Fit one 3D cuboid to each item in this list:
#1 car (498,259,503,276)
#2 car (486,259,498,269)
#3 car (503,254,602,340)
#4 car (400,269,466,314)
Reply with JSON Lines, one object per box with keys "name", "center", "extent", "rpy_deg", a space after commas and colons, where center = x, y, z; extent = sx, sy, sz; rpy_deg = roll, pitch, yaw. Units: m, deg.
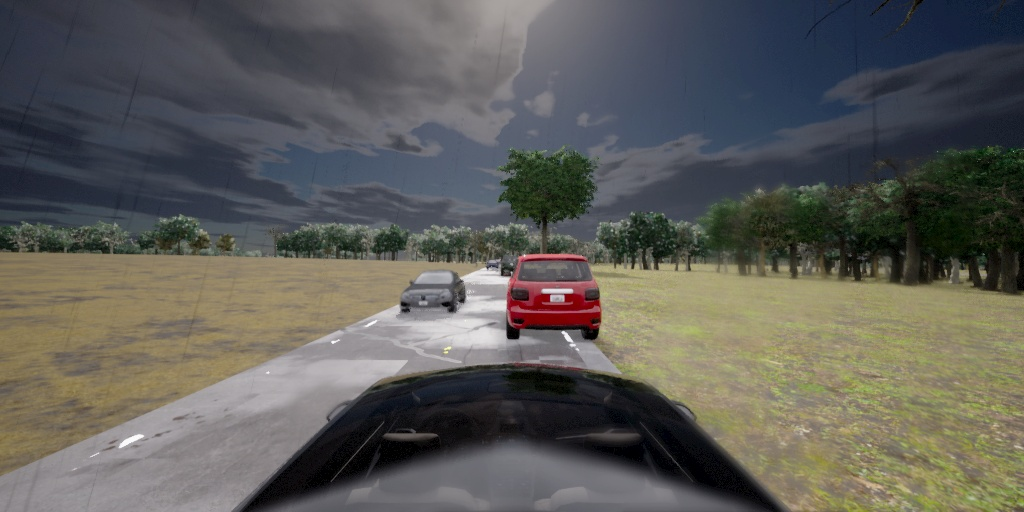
{"name": "car", "center": [-0.014, 0.941, 37.630], "extent": [2.150, 2.045, 5.566], "rpy_deg": [0, 0, 0]}
{"name": "car", "center": [-2.970, 1.317, 55.444], "extent": [2.033, 1.411, 5.357], "rpy_deg": [0, 0, 0]}
{"name": "car", "center": [0.938, 0.973, 10.142], "extent": [2.150, 2.045, 5.566], "rpy_deg": [0, 0, 0]}
{"name": "car", "center": [-2.878, 1.270, 13.952], "extent": [1.812, 1.442, 4.674], "rpy_deg": [0, 0, 0]}
